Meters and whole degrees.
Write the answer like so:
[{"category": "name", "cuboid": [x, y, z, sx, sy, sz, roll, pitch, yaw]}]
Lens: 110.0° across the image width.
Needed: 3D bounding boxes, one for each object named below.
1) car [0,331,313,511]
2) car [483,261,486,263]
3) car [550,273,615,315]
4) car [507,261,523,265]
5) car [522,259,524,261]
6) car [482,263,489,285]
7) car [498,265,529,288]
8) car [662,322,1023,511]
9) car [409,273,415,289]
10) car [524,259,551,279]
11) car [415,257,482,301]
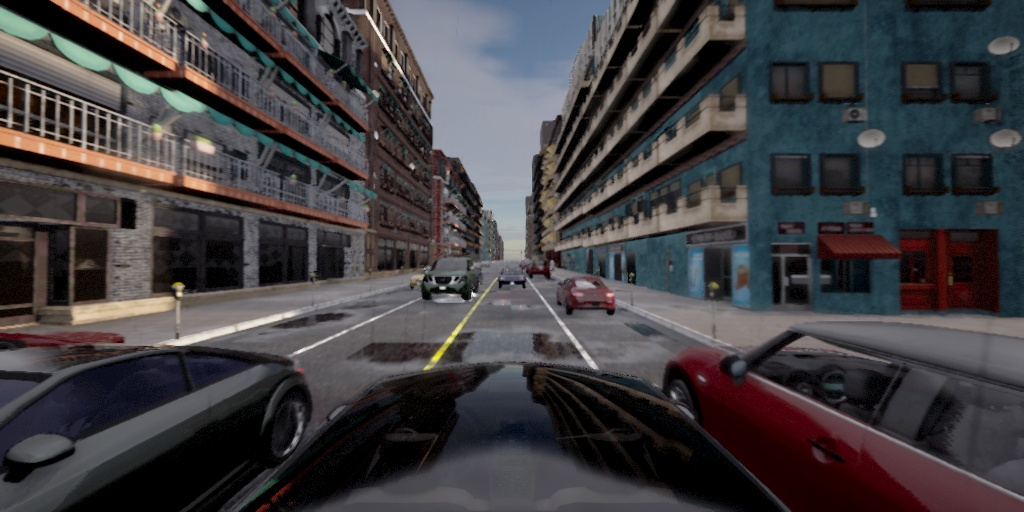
[{"category": "car", "cuboid": [-3.100, 1.316, 2.095, 1.994, 1.385, 4.181, 0, 0, 0]}, {"category": "car", "cuboid": [-5.697, 1.619, 57.825, 2.007, 1.370, 4.403, 0, 0, 0]}, {"category": "car", "cuboid": [2.690, 1.398, 13.626, 1.802, 1.307, 4.207, 0, 0, 0]}, {"category": "car", "cuboid": [0.075, 1.587, 43.606, 1.895, 1.301, 4.718, 0, 0, 0]}, {"category": "car", "cuboid": [2.684, 1.541, 63.336, 1.967, 1.591, 4.097, 0, 0, 0]}, {"category": "car", "cuboid": [-3.024, 1.430, 25.353, 2.033, 1.411, 5.357, 0, 0, 0]}, {"category": "car", "cuboid": [0.021, 1.482, 25.131, 1.895, 1.301, 4.718, 0, 0, 0]}, {"category": "car", "cuboid": [2.691, 1.195, 2.580, 1.967, 1.591, 4.097, 0, 0, 0]}, {"category": "car", "cuboid": [-5.693, 1.404, 24.516, 1.751, 1.417, 4.829, 0, 0, 0]}, {"category": "car", "cuboid": [2.687, 1.256, 35.720, 2.192, 1.841, 5.009, 0, 0, 0]}, {"category": "car", "cuboid": [-3.012, 1.069, 18.408, 2.150, 2.045, 5.566, 0, -1, 0]}]
